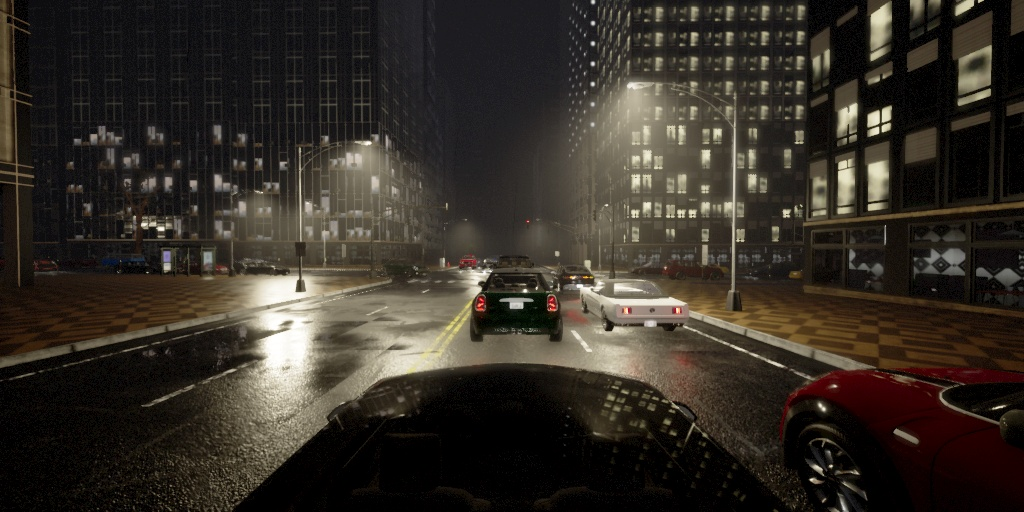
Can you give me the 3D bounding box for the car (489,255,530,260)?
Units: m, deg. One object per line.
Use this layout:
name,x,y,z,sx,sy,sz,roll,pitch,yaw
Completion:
car,0.101,0.963,19.646,2.150,2.045,5.566,0,0,0

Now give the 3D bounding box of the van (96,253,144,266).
van,-45.286,0.604,41.774,3.998,1.789,1.690,0,0,1

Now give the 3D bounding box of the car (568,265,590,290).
car,3.351,1.245,20.142,1.837,1.490,4.892,0,0,0

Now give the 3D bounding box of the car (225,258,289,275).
car,-25.220,1.032,35.564,4.902,1.511,2.128,1,1,1

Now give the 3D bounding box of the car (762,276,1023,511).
car,3.349,1.102,1.197,2.097,1.767,4.553,0,0,0

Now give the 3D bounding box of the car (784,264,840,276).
car,27.643,1.578,32.080,4.829,1.417,1.751,0,0,1

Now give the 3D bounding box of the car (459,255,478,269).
car,-6.596,0.935,54.017,2.150,2.045,5.566,0,0,0

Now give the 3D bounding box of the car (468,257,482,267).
car,-6.556,1.054,64.103,2.097,1.767,4.553,0,0,0

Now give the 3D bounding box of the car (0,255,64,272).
car,-48.928,0.675,36.093,4.553,1.767,2.097,1,1,2

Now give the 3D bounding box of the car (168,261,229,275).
car,-28.414,1.137,32.939,4.207,1.307,1.802,0,0,1

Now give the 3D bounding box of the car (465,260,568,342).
car,0.100,1.099,9.934,2.097,1.767,4.553,0,0,0

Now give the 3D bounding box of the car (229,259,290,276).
car,-22.730,1.173,32.806,4.313,1.339,1.948,0,0,1

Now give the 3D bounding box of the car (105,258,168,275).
car,-34.095,1.069,33.113,4.313,1.339,1.948,0,0,1

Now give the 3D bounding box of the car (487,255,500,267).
car,-3.320,0.920,64.825,2.150,2.045,5.566,0,0,-1

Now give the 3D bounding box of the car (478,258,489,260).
car,-3.342,1.206,52.485,2.128,1.511,4.902,0,0,0

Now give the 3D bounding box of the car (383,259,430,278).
car,-9.810,1.062,33.378,4.553,1.767,2.097,1,1,29

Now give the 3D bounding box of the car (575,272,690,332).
car,3.351,1.347,10.884,1.895,1.301,4.718,0,0,0

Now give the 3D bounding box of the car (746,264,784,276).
car,27.862,1.508,37.855,5.357,1.411,2.033,0,1,1

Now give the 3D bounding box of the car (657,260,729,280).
car,16.195,1.268,32.277,5.009,1.841,2.192,0,0,1

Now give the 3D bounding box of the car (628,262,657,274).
car,15.228,1.398,38.099,5.357,1.411,2.033,1,1,2
